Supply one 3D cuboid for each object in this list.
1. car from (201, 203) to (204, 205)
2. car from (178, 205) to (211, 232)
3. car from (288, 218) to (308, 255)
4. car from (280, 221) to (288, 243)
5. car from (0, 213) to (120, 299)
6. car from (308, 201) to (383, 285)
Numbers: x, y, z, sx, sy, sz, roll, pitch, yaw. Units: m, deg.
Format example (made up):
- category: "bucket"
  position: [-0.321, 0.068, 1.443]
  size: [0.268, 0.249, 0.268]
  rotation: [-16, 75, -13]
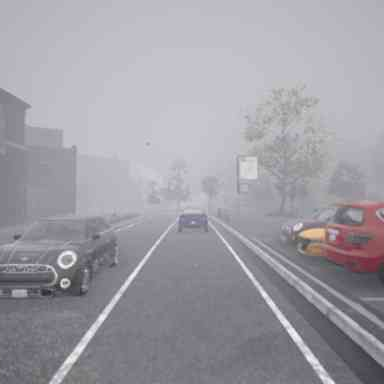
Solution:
- category: "car"
  position: [0.088, 2.326, 37.670]
  size: [1.837, 1.490, 4.892]
  rotation: [0, -2, 0]
- category: "car"
  position: [0.075, 1.810, 22.546]
  size: [1.882, 1.535, 5.008]
  rotation: [0, -3, 0]
- category: "car"
  position: [6.209, 1.535, 11.434]
  size: [5.008, 1.535, 2.097]
  rotation: [0, -1, -1]
- category: "car"
  position: [6.205, 1.440, 14.471]
  size: [4.553, 1.767, 2.185]
  rotation: [0, -1, -1]
- category: "car"
  position: [-3.355, 1.409, 8.722]
  size: [2.097, 1.767, 4.553]
  rotation: [0, -1, 0]
- category: "car"
  position: [6.262, 1.254, 8.519]
  size: [5.566, 2.045, 2.435]
  rotation: [0, 0, 0]
